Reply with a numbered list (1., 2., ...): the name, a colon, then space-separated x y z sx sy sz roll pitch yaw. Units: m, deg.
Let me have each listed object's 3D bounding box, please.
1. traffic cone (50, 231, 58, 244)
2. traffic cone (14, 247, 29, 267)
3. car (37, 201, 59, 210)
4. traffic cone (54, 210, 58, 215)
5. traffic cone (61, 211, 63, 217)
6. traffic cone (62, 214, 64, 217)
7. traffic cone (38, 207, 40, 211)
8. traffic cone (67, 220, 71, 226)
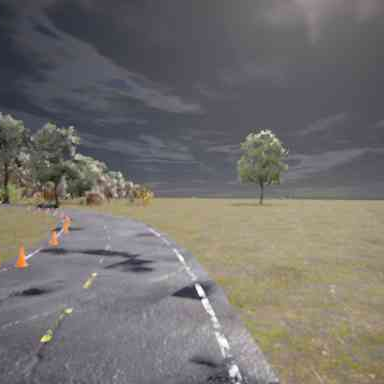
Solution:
1. traffic cone: -6.400 2.118 15.439 0.340 0.580 0.340 0 -1 -13
2. traffic cone: -5.467 2.074 10.688 0.340 0.580 0.340 0 -1 -9
3. car: -21.262 1.982 49.132 1.895 1.301 4.718 1 -1 -41
4. traffic cone: -15.469 2.265 37.777 0.340 0.580 0.340 1 -1 -31
5. traffic cone: -13.090 2.247 33.560 0.340 0.580 0.340 1 -1 -28
6. traffic cone: -10.986 2.223 29.200 0.340 0.580 0.340 1 -1 -24
7. traffic cone: -21.009 2.296 45.715 0.340 0.580 0.340 1 -1 -39
8. traffic cone: -7.634 2.158 20.120 0.340 0.580 0.340 0 -1 -17
